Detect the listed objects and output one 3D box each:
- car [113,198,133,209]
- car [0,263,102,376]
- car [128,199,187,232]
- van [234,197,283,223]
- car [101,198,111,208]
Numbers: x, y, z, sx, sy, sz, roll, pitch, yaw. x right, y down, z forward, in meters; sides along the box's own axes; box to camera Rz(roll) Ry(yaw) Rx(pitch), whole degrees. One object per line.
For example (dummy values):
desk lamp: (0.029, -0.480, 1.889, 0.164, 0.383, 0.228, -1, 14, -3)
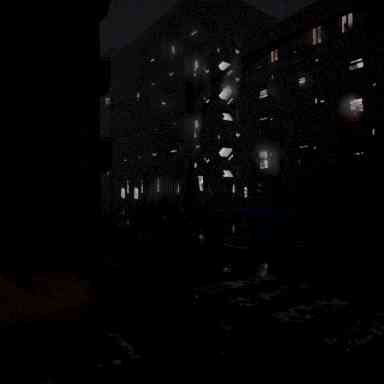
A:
car: (-8.416, 1.463, 43.227, 1.887, 1.381, 4.507, -1, 0, -36)
car: (-3.602, 1.525, 3.995, 4.829, 1.417, 1.752, 0, 0, -36)
car: (-1.899, 1.441, 19.995, 1.967, 1.590, 4.097, 0, 0, -36)
van: (4.892, 1.280, 24.904, 1.690, 1.788, 3.998, 0, 0, -36)
car: (-11.742, 1.463, 47.808, 1.887, 1.381, 4.507, -1, 0, -36)
